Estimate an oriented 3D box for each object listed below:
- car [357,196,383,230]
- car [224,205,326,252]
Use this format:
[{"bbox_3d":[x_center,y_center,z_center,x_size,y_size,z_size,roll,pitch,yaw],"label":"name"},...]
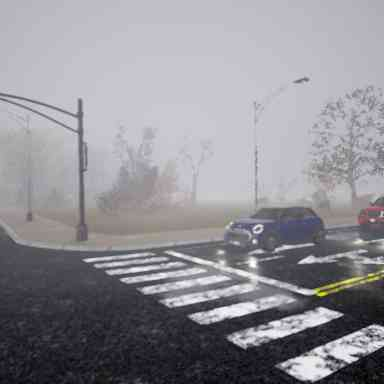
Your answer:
[{"bbox_3d":[12.295,1.202,20.035,5.566,2.045,2.150,0,0,-35],"label":"car"},{"bbox_3d":[3.540,1.362,14.008,4.553,1.767,2.097,0,0,-34],"label":"car"}]
